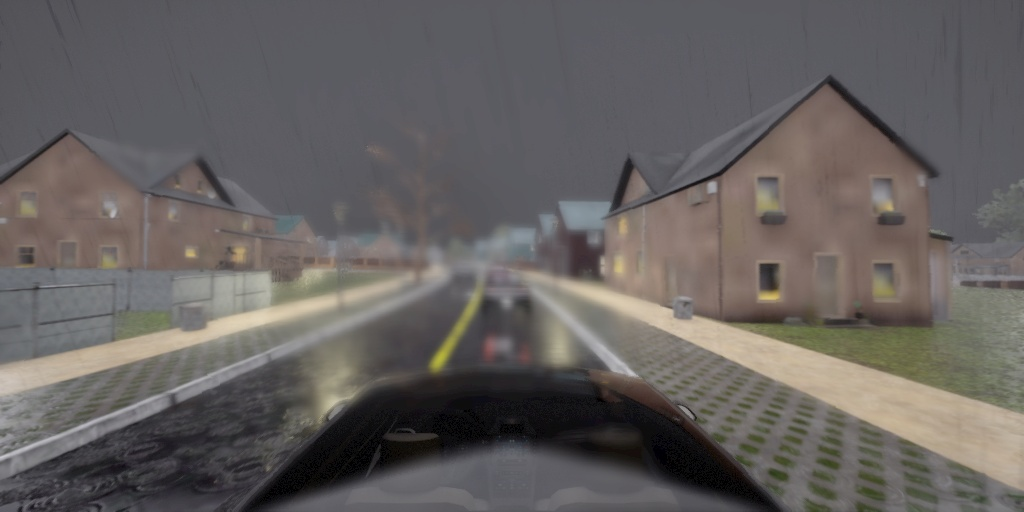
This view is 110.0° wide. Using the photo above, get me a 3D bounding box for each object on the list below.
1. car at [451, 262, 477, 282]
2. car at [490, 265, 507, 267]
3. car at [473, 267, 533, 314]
[{"bbox_3d":[-4.283,1.548,32.932,1.837,1.490,4.892,0,-1,-5],"label":"car"},{"bbox_3d":[-1.128,1.487,29.408,1.882,1.535,5.008,0,0,-4],"label":"car"},{"bbox_3d":[-0.227,1.360,14.332,2.128,1.511,4.902,0,0,-2],"label":"car"}]
